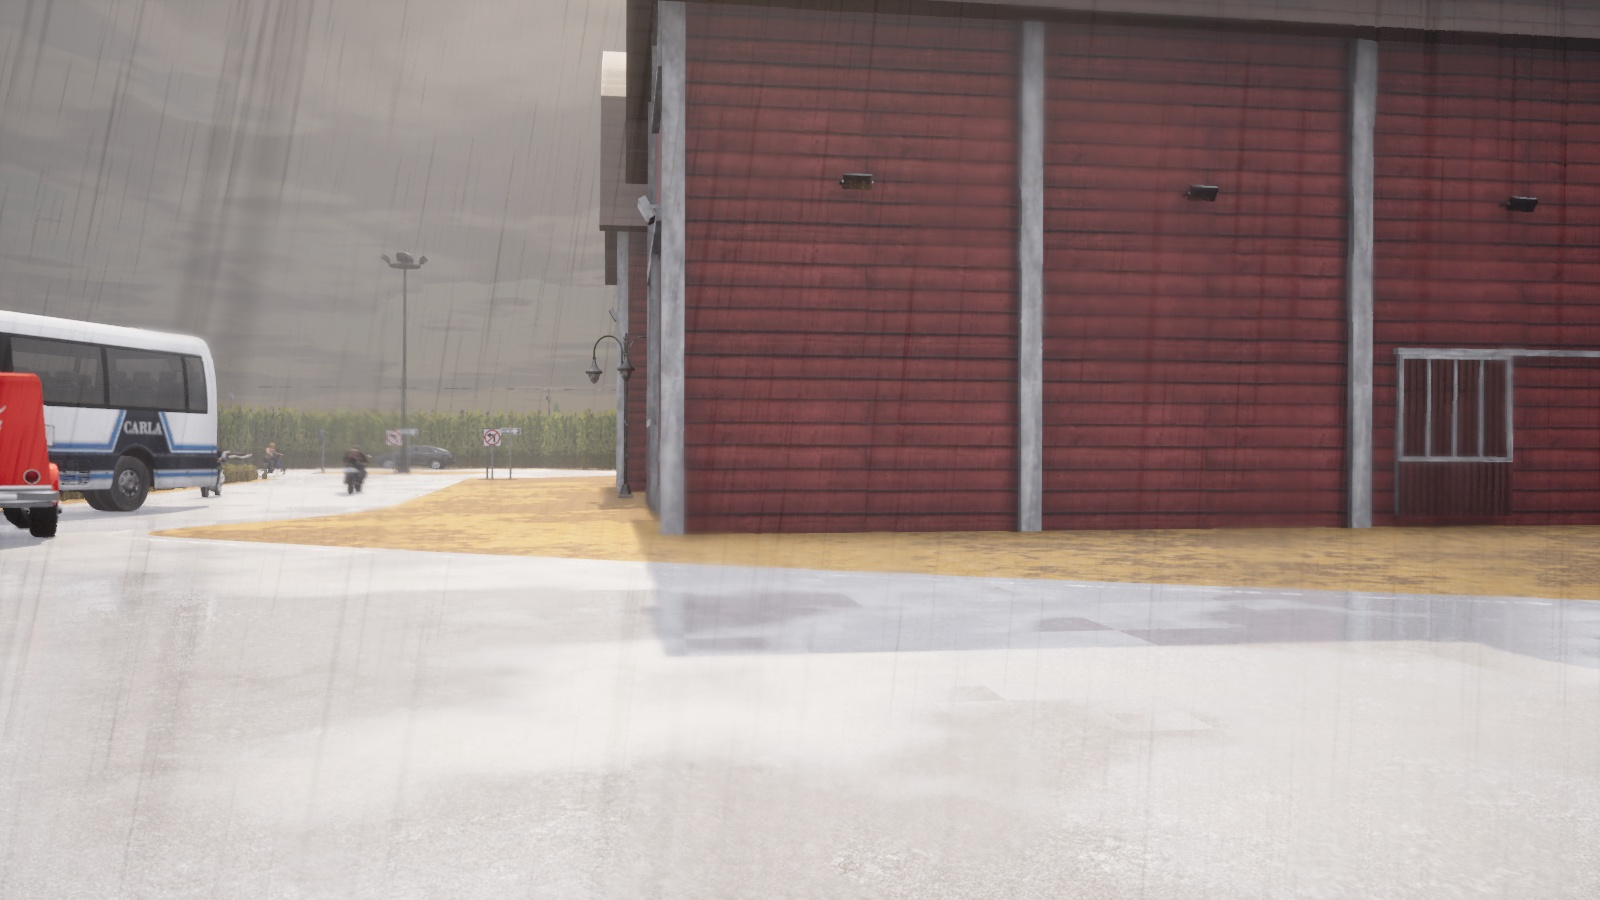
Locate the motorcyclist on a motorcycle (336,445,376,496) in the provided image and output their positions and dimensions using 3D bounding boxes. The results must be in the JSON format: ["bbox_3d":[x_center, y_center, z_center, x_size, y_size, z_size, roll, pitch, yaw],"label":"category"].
[{"bbox_3d":[-13.893,0.619,39.329,0.866,1.530,2.191,0,0,-11],"label":"motorcyclist on a motorcycle"}]

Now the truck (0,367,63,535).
[{"bbox_3d":[-13.567,0.096,20.477,2.627,2.467,5.204,0,-2,-31],"label":"truck"}]

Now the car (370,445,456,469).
[{"bbox_3d":[-24.067,0.441,78.266,4.892,1.490,1.837,0,0,-7],"label":"car"}]

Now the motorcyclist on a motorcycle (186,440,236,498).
[{"bbox_3d":[-16.791,0.529,35.821,0.866,1.590,1.817,0,0,-11],"label":"motorcyclist on a motorcycle"}]

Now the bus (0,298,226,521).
[{"bbox_3d":[-16.886,-0.780,25.667,3.944,4.253,10.273,1,0,12],"label":"bus"}]
